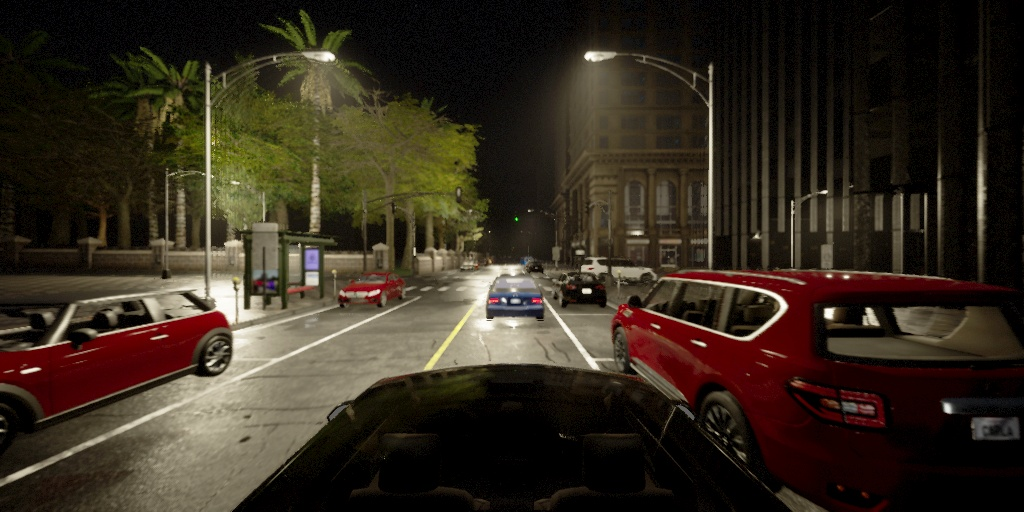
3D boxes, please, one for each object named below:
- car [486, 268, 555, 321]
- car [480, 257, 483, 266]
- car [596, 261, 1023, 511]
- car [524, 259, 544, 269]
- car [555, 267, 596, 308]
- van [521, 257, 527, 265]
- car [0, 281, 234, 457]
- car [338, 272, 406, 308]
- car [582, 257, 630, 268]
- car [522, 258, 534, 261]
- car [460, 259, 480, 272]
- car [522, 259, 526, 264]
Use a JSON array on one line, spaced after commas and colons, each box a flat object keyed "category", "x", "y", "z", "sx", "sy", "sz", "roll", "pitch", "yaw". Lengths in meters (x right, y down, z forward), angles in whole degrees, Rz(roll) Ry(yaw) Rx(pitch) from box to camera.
[{"category": "car", "x": 0.093, "y": 1.314, "z": 12.537, "sx": 2.033, "sy": 1.411, "sz": 5.357, "roll": 0, "pitch": 0, "yaw": 0}, {"category": "car", "x": -5.781, "y": 1.252, "z": 52.573, "sx": 1.967, "sy": 1.591, "sz": 4.097, "roll": 0, "pitch": 0, "yaw": 0}, {"category": "car", "x": 2.761, "y": 1.069, "z": 4.428, "sx": 2.192, "sy": 1.841, "sz": 5.009, "roll": 0, "pitch": 0, "yaw": 0}, {"category": "car", "x": 2.748, "y": 1.367, "z": 41.716, "sx": 1.948, "sy": 1.339, "sz": 4.313, "roll": 0, "pitch": 0, "yaw": 0}, {"category": "car", "x": 2.758, "y": 1.336, "z": 15.279, "sx": 1.948, "sy": 1.339, "sz": 4.313, "roll": 0, "pitch": 0, "yaw": 0}, {"category": "van", "x": 2.743, "y": 1.157, "z": 57.977, "sx": 1.690, "sy": 1.789, "sz": 3.998, "roll": 0, "pitch": 0, "yaw": 0}, {"category": "car", "x": -5.764, "y": 1.194, "z": 4.441, "sx": 1.967, "sy": 1.591, "sz": 4.097, "roll": 0, "pitch": 0, "yaw": 0}, {"category": "car", "x": -5.768, "y": 1.352, "z": 15.294, "sx": 1.802, "sy": 1.307, "sz": 4.207, "roll": 0, "pitch": 0, "yaw": 0}, {"category": "car", "x": 7.979, "y": 1.160, "z": 27.025, "sx": 5.566, "sy": 2.045, "sz": 2.150, "roll": 1, "pitch": -2, "yaw": -9}, {"category": "car", "x": 2.745, "y": 1.338, "z": 52.727, "sx": 1.751, "sy": 1.417, "sz": 4.829, "roll": 0, "pitch": 0, "yaw": 0}, {"category": "car", "x": -5.779, "y": 1.358, "z": 47.153, "sx": 2.007, "sy": 1.370, "sz": 4.403, "roll": 0, "pitch": 0, "yaw": 0}, {"category": "car", "x": 2.747, "y": 1.373, "z": 47.136, "sx": 1.948, "sy": 1.339, "sz": 4.313, "roll": 0, "pitch": 0, "yaw": 0}]
